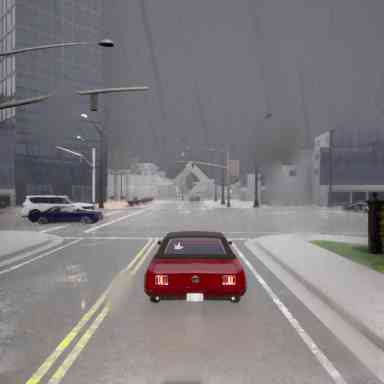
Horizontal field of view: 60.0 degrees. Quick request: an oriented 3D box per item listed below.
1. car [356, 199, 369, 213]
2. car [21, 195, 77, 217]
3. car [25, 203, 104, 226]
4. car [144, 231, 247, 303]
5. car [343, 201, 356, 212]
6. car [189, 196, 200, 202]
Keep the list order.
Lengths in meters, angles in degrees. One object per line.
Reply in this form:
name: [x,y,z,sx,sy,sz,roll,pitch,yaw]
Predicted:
car: [19.876,1.480,34.088,4.674,1.442,1.812,0,0,0]
car: [-10.659,1.277,26.689,5.566,2.045,2.150,0,0,-1]
car: [-8.643,1.643,23.161,4.718,1.301,1.895,0,0,0]
car: [0.071,1.601,8.183,1.895,1.301,4.718,0,0,0]
car: [19.372,1.520,37.583,4.181,1.385,1.994,0,0,-1]
car: [0.663,1.540,77.390,2.033,1.411,5.357,0,0,12]
